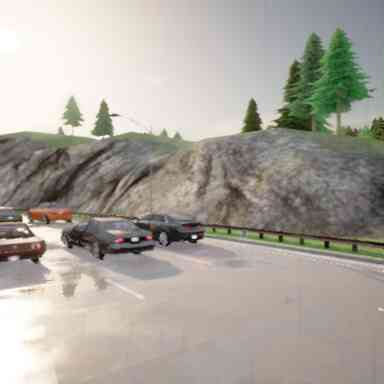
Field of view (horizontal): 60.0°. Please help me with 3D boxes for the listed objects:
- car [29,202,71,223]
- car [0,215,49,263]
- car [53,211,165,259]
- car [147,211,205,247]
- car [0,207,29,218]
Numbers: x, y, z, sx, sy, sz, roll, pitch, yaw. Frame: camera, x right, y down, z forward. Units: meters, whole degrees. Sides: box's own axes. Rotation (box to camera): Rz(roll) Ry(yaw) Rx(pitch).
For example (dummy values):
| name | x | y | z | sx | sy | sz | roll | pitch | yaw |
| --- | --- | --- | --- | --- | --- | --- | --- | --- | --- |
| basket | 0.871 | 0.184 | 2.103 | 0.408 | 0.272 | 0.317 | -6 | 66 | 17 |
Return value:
| name | x | y | z | sx | sy | sz | roll | pitch | yaw |
| --- | --- | --- | --- | --- | --- | --- | --- | --- | --- |
| car | -11.730 | 1.623 | 27.298 | 4.553 | 1.767 | 2.097 | -1 | -1 | 44 |
| car | -6.731 | 1.715 | 11.645 | 1.895 | 1.301 | 4.718 | 1 | -1 | -40 |
| car | -3.546 | 1.685 | 13.299 | 2.033 | 1.411 | 5.357 | 1 | -1 | -40 |
| car | -1.444 | 1.680 | 16.229 | 1.837 | 1.490 | 4.892 | 1 | 0 | -40 |
| car | -14.259 | 1.805 | 24.876 | 4.181 | 1.385 | 1.994 | 0 | -1 | 43 |
